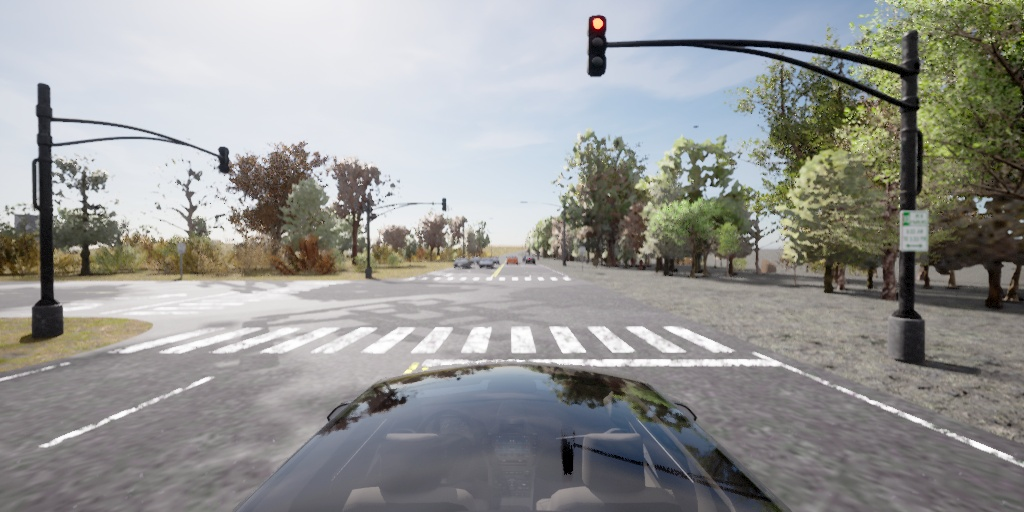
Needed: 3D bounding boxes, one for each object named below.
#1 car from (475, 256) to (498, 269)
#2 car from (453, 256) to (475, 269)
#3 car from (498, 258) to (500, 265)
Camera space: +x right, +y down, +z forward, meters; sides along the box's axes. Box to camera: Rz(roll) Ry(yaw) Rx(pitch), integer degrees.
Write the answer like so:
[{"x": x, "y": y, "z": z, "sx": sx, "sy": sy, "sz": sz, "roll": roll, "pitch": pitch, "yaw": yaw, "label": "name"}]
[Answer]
[{"x": -3.329, "y": 0.981, "z": 47.674, "sx": 2.033, "sy": 1.411, "sz": 5.357, "roll": 0, "pitch": 0, "yaw": 0, "label": "car"}, {"x": -6.575, "y": 0.925, "z": 47.652, "sx": 2.128, "sy": 1.511, "sz": 4.902, "roll": 0, "pitch": 0, "yaw": 0, "label": "car"}, {"x": -3.263, "y": 0.880, "z": 65.058, "sx": 1.994, "sy": 1.385, "sz": 4.181, "roll": 0, "pitch": 0, "yaw": 1, "label": "car"}]
